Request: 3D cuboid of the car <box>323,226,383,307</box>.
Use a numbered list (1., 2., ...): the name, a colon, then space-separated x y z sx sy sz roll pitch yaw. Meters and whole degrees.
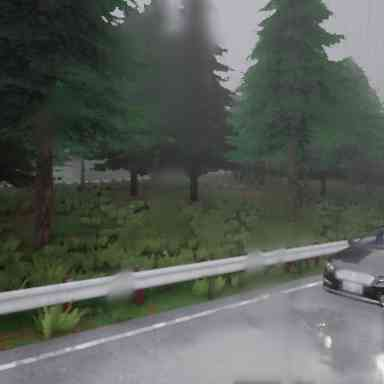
1. car: 4.999 1.553 7.721 4.902 1.511 2.128 1 0 -36
